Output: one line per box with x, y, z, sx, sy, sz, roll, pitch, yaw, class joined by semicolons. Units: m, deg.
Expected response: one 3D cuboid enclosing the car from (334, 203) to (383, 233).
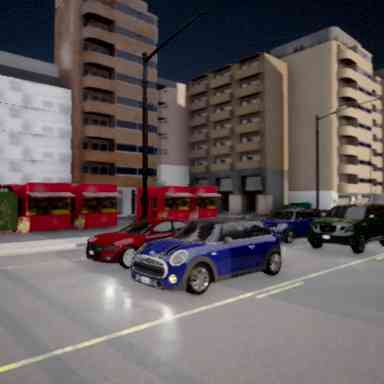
13.223;1.859;25.552;5.566;2.045;2.150;2;-2;-42;car

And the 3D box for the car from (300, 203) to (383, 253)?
7.675;1.589;15.821;5.566;2.045;2.150;2;-2;-42;car

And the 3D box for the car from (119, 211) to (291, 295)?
0.565;1.537;9.405;4.553;1.767;2.097;1;-1;-42;car

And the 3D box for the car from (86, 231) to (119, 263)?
-1.407;1.706;12.363;5.008;1.535;1.882;1;-2;-44;car

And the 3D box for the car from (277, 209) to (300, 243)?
5.322;1.757;18.421;4.553;1.767;2.097;2;-2;-42;car
